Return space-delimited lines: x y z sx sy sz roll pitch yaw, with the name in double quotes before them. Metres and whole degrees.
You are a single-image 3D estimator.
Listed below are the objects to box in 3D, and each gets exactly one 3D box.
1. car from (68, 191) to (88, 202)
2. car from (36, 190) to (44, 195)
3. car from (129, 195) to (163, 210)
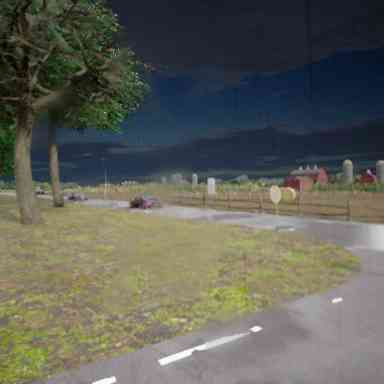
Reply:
"car" -17.299 0.634 50.320 2.128 1.511 4.902 -2 2 -36
"car" -39.546 0.099 85.689 1.882 1.535 5.008 -2 1 -36
"car" -4.561 1.001 32.596 1.994 1.385 4.181 -2 2 -36
